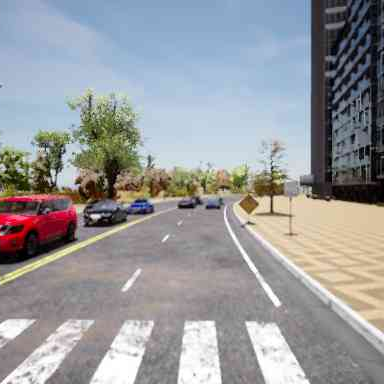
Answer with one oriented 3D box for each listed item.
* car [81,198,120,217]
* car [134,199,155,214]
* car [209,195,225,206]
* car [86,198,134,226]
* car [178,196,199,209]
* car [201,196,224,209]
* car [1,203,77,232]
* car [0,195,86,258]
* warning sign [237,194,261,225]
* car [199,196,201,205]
[{"bbox_3d":[-8.396,1.375,30.999,1.837,1.490,4.892,0,0,5],"label":"car"},{"bbox_3d":[-4.943,1.392,33.068,1.812,1.442,4.674,0,0,6],"label":"car"},{"bbox_3d":[4.009,1.295,52.735,2.128,1.511,4.902,0,0,9],"label":"car"},{"bbox_3d":[-5.778,1.396,22.822,2.128,1.511,4.902,0,0,4],"label":"car"},{"bbox_3d":[-0.617,1.399,42.743,1.994,1.385,4.181,0,0,7],"label":"car"},{"bbox_3d":[2.710,1.388,42.292,2.033,1.411,5.357,0,0,7],"label":"car"},{"bbox_3d":[-9.179,1.457,20.614,2.033,1.411,5.357,0,0,3],"label":"car"},{"bbox_3d":[-6.291,1.165,12.855,2.150,2.045,5.566,0,0,2],"label":"car"},{"bbox_3d":[3.493,1.039,20.432,1.300,1.860,1.060,0,0,3],"label":"warning sign"},{"bbox_3d":[0.700,1.325,52.591,1.812,1.442,4.674,0,0,9],"label":"car"}]
